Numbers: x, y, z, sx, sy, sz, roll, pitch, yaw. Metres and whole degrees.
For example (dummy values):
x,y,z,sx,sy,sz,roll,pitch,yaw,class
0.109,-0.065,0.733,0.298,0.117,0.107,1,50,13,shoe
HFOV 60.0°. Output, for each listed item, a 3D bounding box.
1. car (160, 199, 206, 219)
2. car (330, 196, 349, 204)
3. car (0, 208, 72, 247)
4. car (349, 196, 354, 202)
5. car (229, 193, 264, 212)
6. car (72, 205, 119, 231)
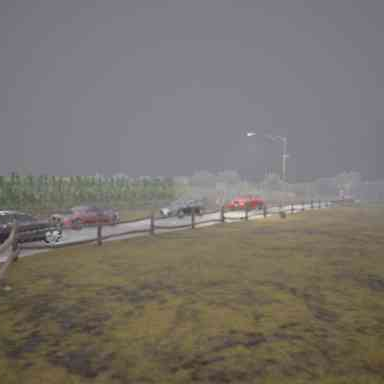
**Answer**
x,y,z,sx,sy,sz,roll,pitch,yaw,class
-0.705,1.398,28.401,2.128,1.511,4.902,2,1,35,car
27.904,1.527,63.674,2.128,1.511,4.902,2,1,36,car
-7.448,1.529,13.514,1.837,1.490,4.892,-2,0,21,car
33.747,1.572,72.010,1.882,1.535,5.008,2,1,35,car
6.380,1.115,38.356,2.150,2.045,5.566,2,2,35,car
-6.485,1.482,20.284,1.994,1.385,4.181,2,1,35,car
